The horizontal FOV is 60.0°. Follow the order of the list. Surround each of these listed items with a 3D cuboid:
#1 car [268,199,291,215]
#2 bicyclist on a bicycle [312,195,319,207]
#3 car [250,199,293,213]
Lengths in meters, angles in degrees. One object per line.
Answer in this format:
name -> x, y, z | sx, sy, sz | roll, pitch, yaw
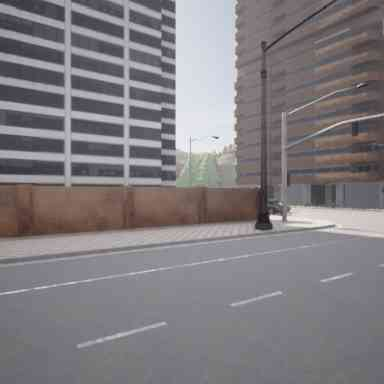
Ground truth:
car -> 7.430, 1.494, 33.384 | 1.837, 1.490, 4.892 | 0, 0, -36
bicyclist on a bicycle -> 17.219, 1.286, 46.272 | 1.656, 1.620, 0.582 | 0, 0, -36
car -> 8.885, 1.515, 37.380 | 1.812, 1.442, 4.674 | 0, 0, -36
